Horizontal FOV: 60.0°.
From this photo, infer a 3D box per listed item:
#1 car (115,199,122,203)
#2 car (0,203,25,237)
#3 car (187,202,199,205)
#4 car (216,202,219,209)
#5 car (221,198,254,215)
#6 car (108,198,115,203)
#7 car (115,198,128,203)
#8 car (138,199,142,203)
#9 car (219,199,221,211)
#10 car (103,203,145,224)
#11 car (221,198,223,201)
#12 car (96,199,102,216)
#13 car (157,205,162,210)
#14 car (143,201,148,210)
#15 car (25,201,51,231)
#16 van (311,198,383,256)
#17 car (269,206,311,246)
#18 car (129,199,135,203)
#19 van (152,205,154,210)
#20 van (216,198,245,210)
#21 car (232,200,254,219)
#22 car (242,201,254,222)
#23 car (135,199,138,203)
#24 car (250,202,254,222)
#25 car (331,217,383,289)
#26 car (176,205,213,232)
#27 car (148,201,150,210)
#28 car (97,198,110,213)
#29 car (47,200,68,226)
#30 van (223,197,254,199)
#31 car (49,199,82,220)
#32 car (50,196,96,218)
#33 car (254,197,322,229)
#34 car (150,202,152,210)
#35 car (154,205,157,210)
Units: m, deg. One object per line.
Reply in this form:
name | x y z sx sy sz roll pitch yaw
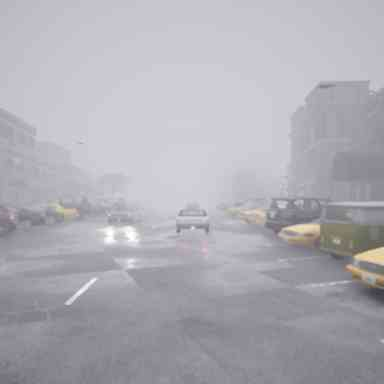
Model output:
car | -11.403 1.902 40.616 4.792 1.488 2.163 0 -2 -20
car | -11.437 1.398 17.138 4.553 1.767 2.185 -1 0 -20
car | 0.092 1.940 40.860 2.033 1.411 5.357 0 -1 0
car | 6.446 2.061 46.835 4.792 1.488 2.163 1 -2 -20
car | 6.188 1.753 34.787 5.366 1.575 1.946 1 -1 -20
car | -11.413 1.681 37.676 4.553 1.767 2.185 0 -1 -20
car | -11.421 1.943 43.534 5.008 1.535 2.097 0 -2 -20
car | -11.304 2.315 55.270 4.792 1.488 2.163 0 -2 -20
car | 6.396 1.993 43.831 4.674 1.452 2.002 1 -2 -20
car | -5.150 1.730 25.726 1.895 1.301 4.718 0 -1 0
car | 6.356 1.756 40.836 4.553 1.767 2.185 1 -2 -20
car | -11.456 1.696 31.798 4.892 1.521 2.231 -1 -1 -20
car | -10.978 3.775 81.582 5.566 2.045 2.435 1 -6 -19
car | -11.283 2.532 61.116 5.008 1.535 2.097 0 -3 -19
car | -11.463 1.545 20.068 5.008 1.535 2.097 -1 0 -20
van | 6.474 1.290 10.958 4.442 1.987 1.878 1 0 -20
car | 6.179 1.518 13.846 5.366 1.575 1.946 1 0 -20
car | -11.381 2.142 49.400 4.674 1.452 2.002 0 -2 -20
van | -11.244 3.038 72.770 4.442 1.987 1.878 1 -4 -19
van | 6.377 2.075 55.766 4.442 1.987 1.878 1 -2 -19
car | 6.170 1.613 25.815 5.366 1.575 1.946 1 -1 -20
car | 6.516 1.587 22.950 5.366 1.575 1.946 1 -1 -20
car | -11.360 2.230 52.338 4.674 1.452 2.002 0 -2 -20
car | 6.519 1.559 19.958 5.366 1.575 1.946 1 -1 -20
car | 6.200 1.503 7.853 5.366 1.575 1.946 1 0 -20
car | 0.050 1.670 20.424 1.895 1.301 4.718 0 0 0
car | -11.249 2.685 64.039 4.892 1.521 2.231 0 -3 -19
car | -11.447 1.751 34.736 4.892 1.521 2.231 0 -1 -20
car | -11.477 1.576 22.999 5.008 1.535 2.097 -1 -1 -20
van | 6.266 1.588 37.807 4.442 1.987 1.878 1 -1 -20
car | -11.644 1.607 25.872 5.366 1.575 1.946 -1 0 -20
car | -11.497 1.400 28.856 5.566 2.045 2.435 -1 -1 -20
car | 6.375 1.287 16.916 5.566 2.045 2.435 1 -1 -20
car | -11.382 2.853 66.891 5.366 1.575 1.946 0 -4 -19
car | -11.082 3.497 75.704 4.892 1.521 2.231 1 -4 -19
